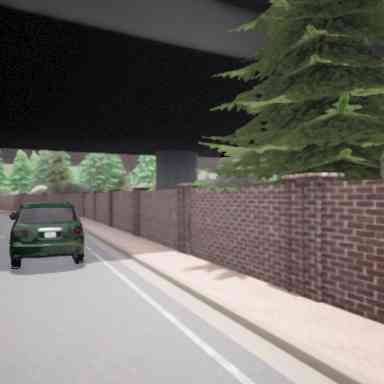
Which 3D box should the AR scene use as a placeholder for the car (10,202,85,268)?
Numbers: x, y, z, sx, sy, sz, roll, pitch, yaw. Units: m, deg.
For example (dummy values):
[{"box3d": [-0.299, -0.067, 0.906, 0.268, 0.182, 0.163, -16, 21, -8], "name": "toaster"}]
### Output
[{"box3d": [-5.312, 1.362, 12.143, 2.150, 2.045, 5.566, 0, 0, -26], "name": "car"}]
